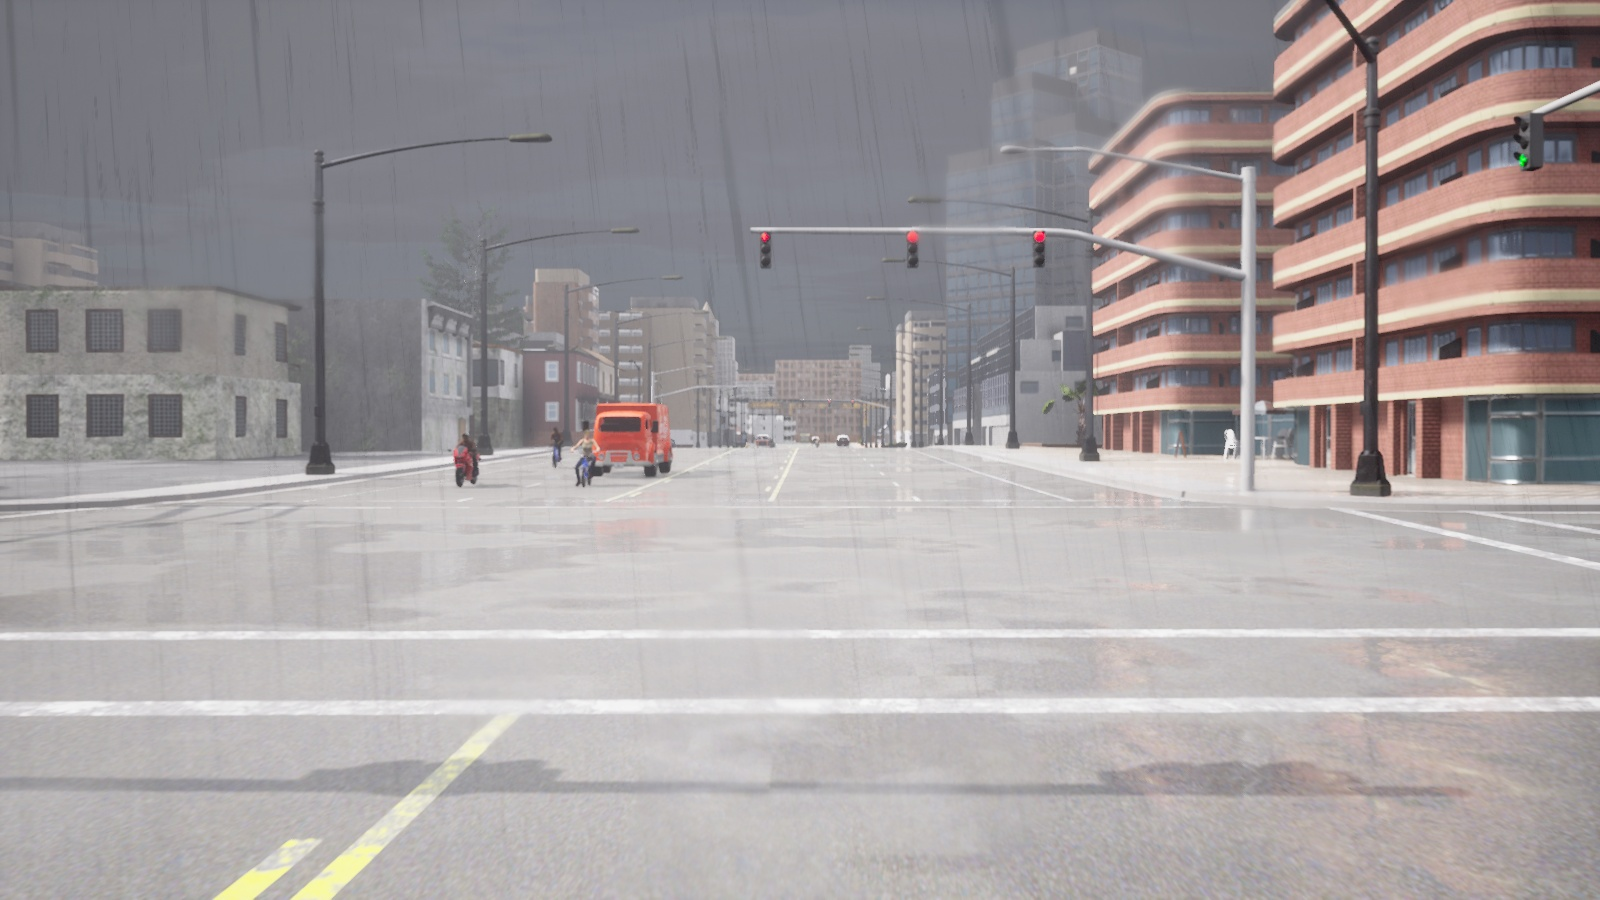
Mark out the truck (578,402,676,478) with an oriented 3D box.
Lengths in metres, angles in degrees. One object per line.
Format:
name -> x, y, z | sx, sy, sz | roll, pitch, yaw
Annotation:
truck -> -5.898, -0.405, 43.511 | 2.627, 2.467, 5.204 | 0, 1, 1

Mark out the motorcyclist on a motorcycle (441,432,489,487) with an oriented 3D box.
motorcyclist on a motorcycle -> -9.475, 0.249, 35.627 | 0.797, 1.523, 2.044 | 0, 1, 1

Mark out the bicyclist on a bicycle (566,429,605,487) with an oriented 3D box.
bicyclist on a bicycle -> -6.043, 0.206, 35.452 | 0.866, 1.612, 1.509 | 0, 1, 0
